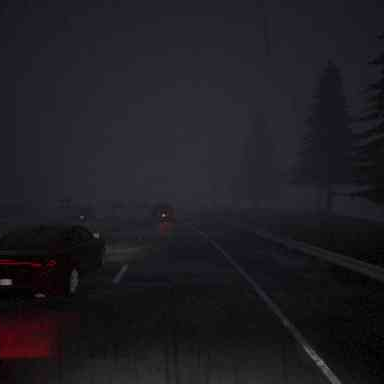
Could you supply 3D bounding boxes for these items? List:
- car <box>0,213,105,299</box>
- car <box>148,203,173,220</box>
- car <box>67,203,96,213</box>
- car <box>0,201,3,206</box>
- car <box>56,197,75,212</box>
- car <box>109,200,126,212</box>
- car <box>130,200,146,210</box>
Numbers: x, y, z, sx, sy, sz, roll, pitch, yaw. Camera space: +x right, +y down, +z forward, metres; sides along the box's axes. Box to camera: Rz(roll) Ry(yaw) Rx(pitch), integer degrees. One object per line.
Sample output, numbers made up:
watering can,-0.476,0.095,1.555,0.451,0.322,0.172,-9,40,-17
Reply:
car,-3.621,1.564,8.745,1.882,1.535,5.008,0,0,-3
car,-2.955,1.768,31.077,1.837,1.490,4.892,1,0,-12
car,-10.039,1.894,31.080,1.895,1.301,4.718,0,0,-11
car,-31.428,2.038,52.927,1.882,1.535,5.008,0,-1,-21
car,-17.201,1.660,45.261,2.150,2.045,5.566,0,-1,-18
car,-10.376,1.922,46.317,1.837,1.490,4.892,1,-1,-18
car,-8.430,1.929,51.769,1.882,1.535,5.008,0,-1,-19
